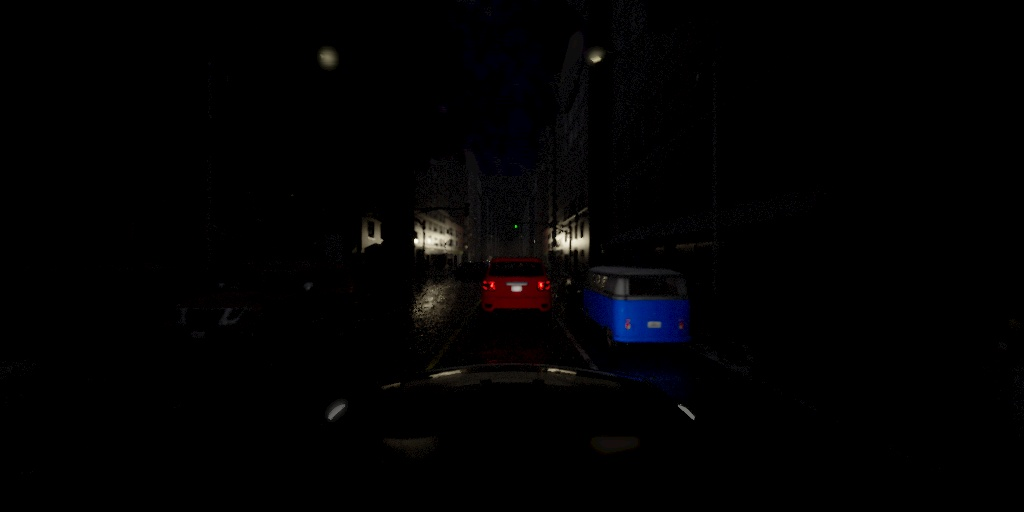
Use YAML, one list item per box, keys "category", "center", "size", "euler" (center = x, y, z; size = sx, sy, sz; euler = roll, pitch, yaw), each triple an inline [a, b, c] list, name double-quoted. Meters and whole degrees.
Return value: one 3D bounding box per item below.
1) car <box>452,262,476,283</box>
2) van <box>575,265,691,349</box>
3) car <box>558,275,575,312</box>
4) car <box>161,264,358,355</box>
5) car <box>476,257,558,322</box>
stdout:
- category: "car"
  center: [-3.558, 1.336, 31.268]
  size: [2.097, 1.767, 4.553]
  euler: [0, 0, -29]
- category: "van"
  center: [2.857, 1.152, 9.032]
  size: [1.690, 1.789, 3.998]
  euler: [0, 0, 0]
- category: "car"
  center: [2.858, 1.423, 14.692]
  size: [1.948, 1.339, 4.313]
  euler: [0, 0, 0]
- category: "car"
  center: [-5.667, 1.125, 8.993]
  size: [2.192, 1.841, 5.009]
  euler: [0, 0, 0]
- category: "car"
  center: [0.109, 1.060, 12.825]
  size: [2.150, 2.045, 5.566]
  euler: [0, -1, -1]
